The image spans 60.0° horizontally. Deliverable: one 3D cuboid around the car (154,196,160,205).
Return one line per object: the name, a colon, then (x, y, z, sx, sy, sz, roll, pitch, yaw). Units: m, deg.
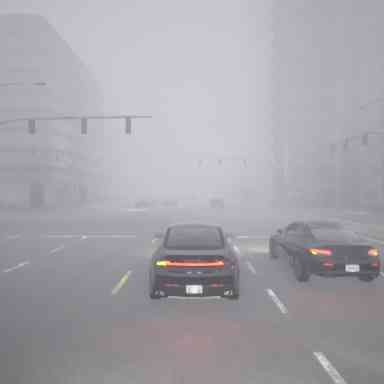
car: (-7.060, 1.461, 57.502, 1.882, 1.535, 5.008, 0, 0, 0)

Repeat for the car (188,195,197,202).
car: (0.025, 1.343, 73.916, 2.128, 1.511, 4.902, 0, 0, 0)

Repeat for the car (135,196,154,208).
car: (-7.070, 1.587, 48.398, 1.895, 1.301, 4.718, 0, 0, 0)

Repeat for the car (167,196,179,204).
car: (-3.524, 1.530, 62.782, 2.033, 1.411, 5.357, 0, 0, 0)

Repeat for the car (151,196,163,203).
car: (-6.997, 1.545, 67.466, 1.994, 1.385, 4.181, 0, 0, 1)

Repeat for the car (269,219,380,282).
car: (3.567, 1.523, 9.664, 1.812, 1.442, 4.674, 0, 0, 0)

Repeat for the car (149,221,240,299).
car: (0.061, 1.502, 8.409, 1.837, 1.490, 4.892, 0, 0, 0)

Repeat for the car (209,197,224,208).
car: (3.509, 1.491, 47.309, 1.837, 1.490, 4.892, -1, 0, 0)

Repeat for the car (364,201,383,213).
car: (21.443, 1.537, 35.513, 5.357, 1.411, 2.033, 0, 0, 1)

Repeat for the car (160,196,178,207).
car: (-3.551, 1.463, 52.520, 1.882, 1.535, 5.008, 0, 0, 0)
